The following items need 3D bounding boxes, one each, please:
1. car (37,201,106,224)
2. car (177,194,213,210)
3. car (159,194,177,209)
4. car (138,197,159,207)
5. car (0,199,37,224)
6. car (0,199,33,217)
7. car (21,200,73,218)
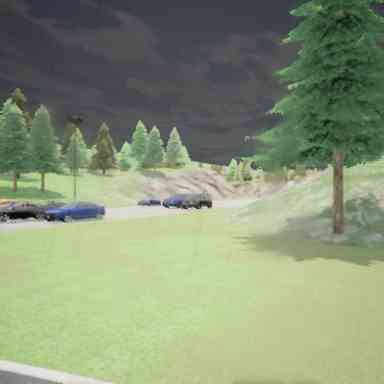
[{"bbox_3d":[-8.788,1.468,25.288,1.882,1.535,5.008,0,0,29],"label":"car"},{"bbox_3d":[0.741,1.224,42.700,2.150,2.045,5.566,0,0,29],"label":"car"},{"bbox_3d":[-1.745,1.223,45.437,2.150,2.045,5.566,0,0,29],"label":"car"},{"bbox_3d":[-6.433,1.519,51.413,1.812,1.442,4.674,0,0,29],"label":"car"},{"bbox_3d":[-13.098,1.477,24.696,2.128,1.511,4.902,0,0,29],"label":"car"},{"bbox_3d":[-17.655,1.458,30.959,1.882,1.535,5.008,0,0,29],"label":"car"},{"bbox_3d":[-13.520,1.549,31.228,1.994,1.385,4.181,0,0,29],"label":"car"}]
